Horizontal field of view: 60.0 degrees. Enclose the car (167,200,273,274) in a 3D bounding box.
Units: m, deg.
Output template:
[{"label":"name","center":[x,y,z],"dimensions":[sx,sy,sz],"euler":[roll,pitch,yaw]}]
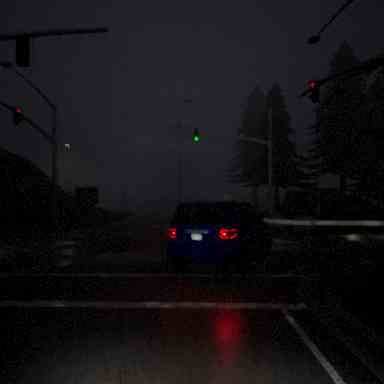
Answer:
[{"label":"car","center":[1.100,1.282,11.091],"dimensions":[2.150,2.045,5.566],"euler":[-2,-1,21]}]
